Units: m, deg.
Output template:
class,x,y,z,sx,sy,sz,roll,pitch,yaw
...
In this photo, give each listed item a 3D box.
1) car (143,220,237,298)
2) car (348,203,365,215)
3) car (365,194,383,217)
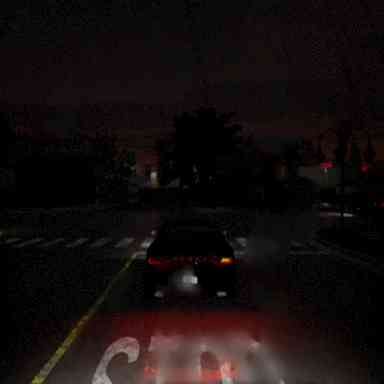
class,x,y,z,sx,sy,sz,roll,pitch,yaw
car,-0.071,1.444,8.513,1.882,1.535,5.008,0,0,-1
car,17.851,1.450,31.679,5.357,1.411,2.033,0,1,-2
car,18.202,1.160,28.149,5.566,2.045,2.150,0,1,0
